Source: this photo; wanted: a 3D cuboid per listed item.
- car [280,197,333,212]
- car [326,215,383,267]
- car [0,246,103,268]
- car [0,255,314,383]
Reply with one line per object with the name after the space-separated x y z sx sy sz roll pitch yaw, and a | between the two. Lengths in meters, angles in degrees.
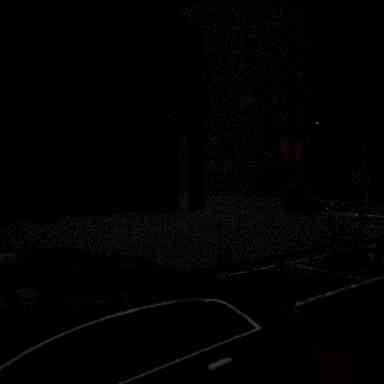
10.849 1.130 31.604 1.895 1.301 4.718 0 1 -35 | car
6.268 1.492 11.122 4.403 1.369 2.008 0 0 -36 | car
-2.595 1.542 4.796 4.507 1.381 1.887 0 0 -36 | car
-1.040 1.502 2.629 4.892 1.490 1.837 0 0 -35 | car
